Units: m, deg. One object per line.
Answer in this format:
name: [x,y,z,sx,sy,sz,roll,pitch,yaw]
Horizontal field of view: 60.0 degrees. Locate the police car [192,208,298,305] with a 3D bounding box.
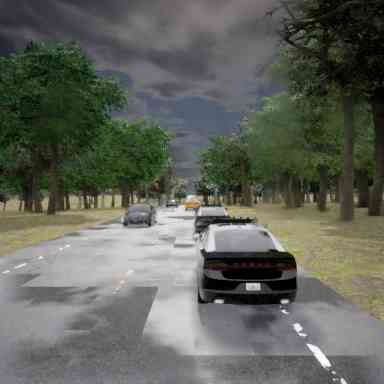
police car: [1.059,1.436,8.323,1.930,1.638,5.238,0,0,0]

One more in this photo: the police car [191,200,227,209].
police car: [1.071,1.474,18.326,1.930,1.638,5.238,0,0,0]

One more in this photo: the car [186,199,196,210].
car: [0.096,1.738,46.252,1.882,1.535,5.008,0,-1,1]

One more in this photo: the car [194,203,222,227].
car: [1.077,1.607,24.216,1.812,1.442,4.674,0,0,0]

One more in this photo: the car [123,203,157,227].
car: [-3.573,1.582,23.521,1.837,1.490,4.892,0,0,0]

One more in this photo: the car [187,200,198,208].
car: [0.069,2.146,60.743,1.895,1.301,4.718,0,-1,0]

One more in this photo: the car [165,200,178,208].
car: [-3.436,2.012,56.722,1.994,1.385,4.181,0,-1,0]
